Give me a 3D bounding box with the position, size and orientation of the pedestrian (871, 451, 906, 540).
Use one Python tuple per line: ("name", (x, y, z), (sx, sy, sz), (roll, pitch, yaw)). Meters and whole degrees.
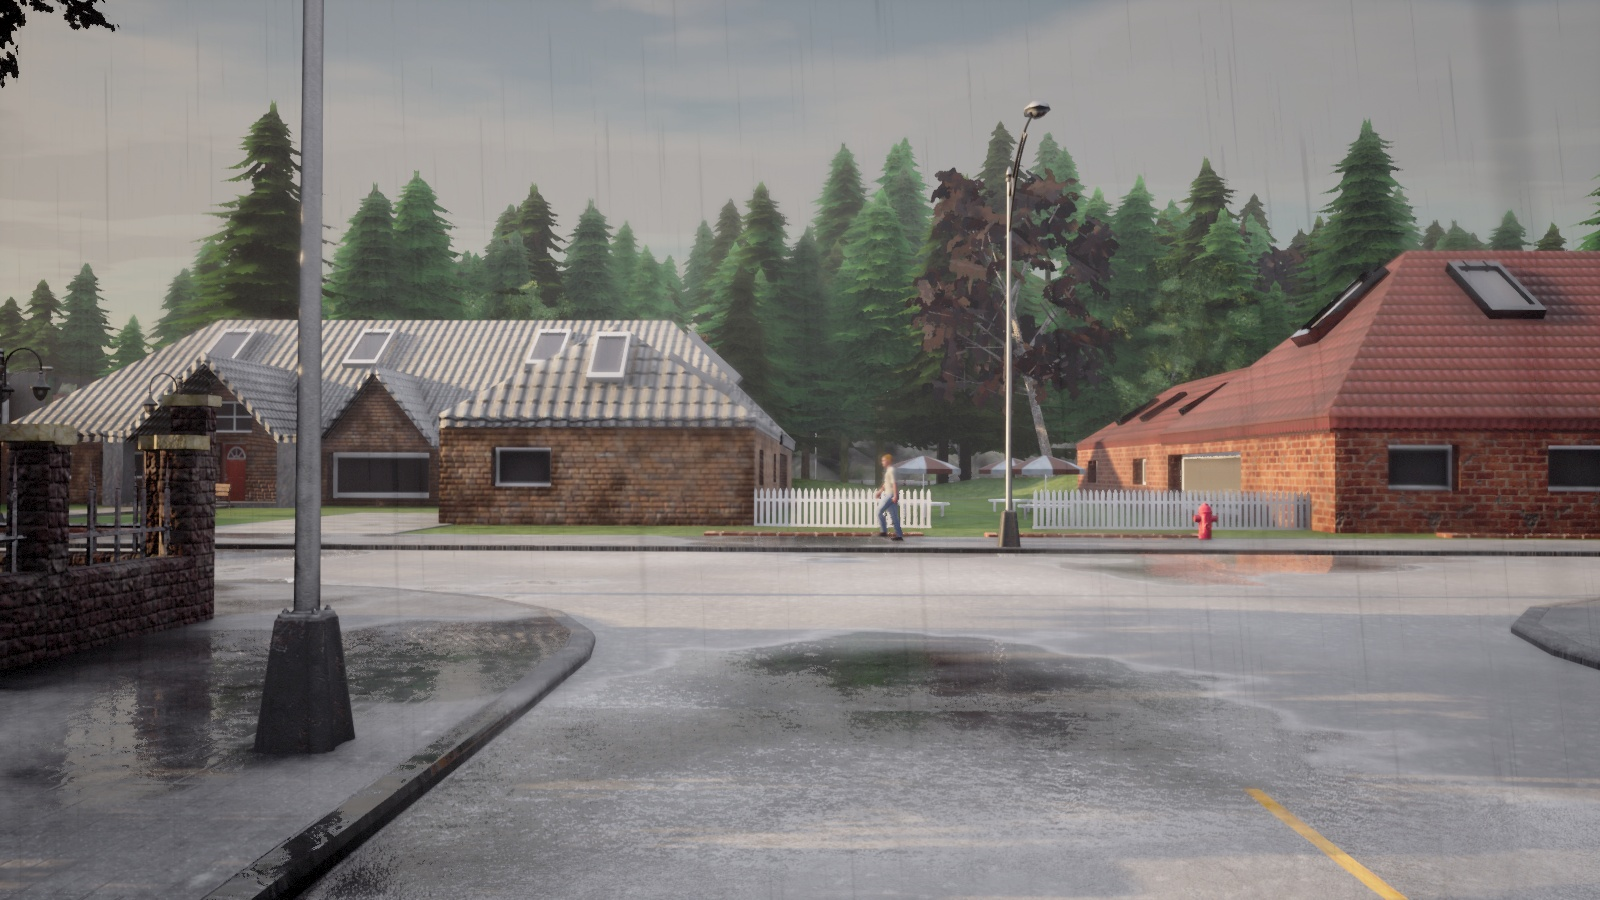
("pedestrian", (1.844, 0.950, 26.222), (0.706, 1.836, 0.354), (0, -1, 1))
